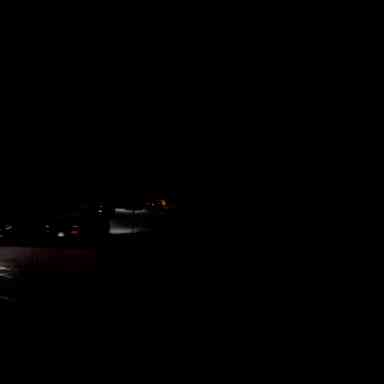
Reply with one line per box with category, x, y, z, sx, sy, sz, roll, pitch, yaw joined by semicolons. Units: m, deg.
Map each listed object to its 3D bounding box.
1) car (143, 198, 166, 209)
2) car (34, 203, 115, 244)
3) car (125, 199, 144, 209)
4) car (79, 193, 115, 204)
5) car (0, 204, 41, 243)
car;-5.200;1.645;46.238;1.994;1.385;4.181;1;-1;0
car;-5.114;1.460;15.222;1.812;1.442;4.674;1;0;0
car;-8.285;1.648;48.308;1.895;1.301;4.718;1;-1;0
car;-8.268;1.107;29.134;2.150;2.045;5.566;1;0;0
car;-8.225;1.349;15.576;1.882;1.535;5.008;1;0;0
